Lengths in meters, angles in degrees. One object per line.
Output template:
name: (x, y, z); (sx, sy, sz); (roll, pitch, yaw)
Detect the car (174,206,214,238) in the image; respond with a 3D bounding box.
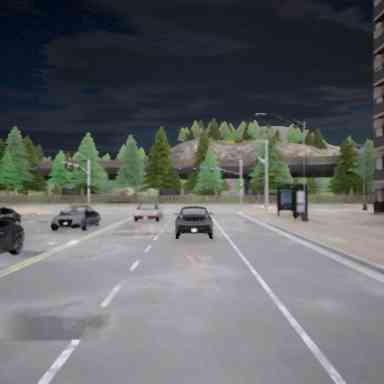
car: (0.102, 1.506, 17.715); (1.837, 1.490, 4.892); (0, 0, 0)

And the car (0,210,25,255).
car: (-7.090, 1.527, 10.637); (1.812, 1.442, 4.674); (0, 0, -1)

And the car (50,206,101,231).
car: (-7.063, 1.566, 20.550); (1.994, 1.385, 4.181); (0, 0, 0)

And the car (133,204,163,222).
car: (-3.396, 1.603, 26.472); (1.895, 1.301, 4.718); (0, 0, 0)

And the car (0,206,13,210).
car: (-10.571, 1.507, 16.952); (1.837, 1.490, 4.892); (0, 0, 0)
